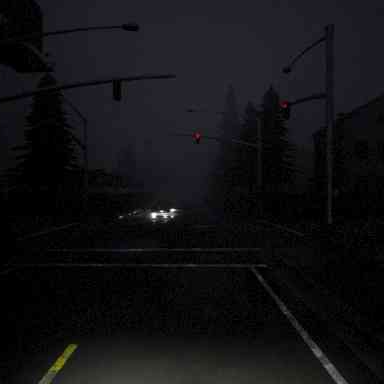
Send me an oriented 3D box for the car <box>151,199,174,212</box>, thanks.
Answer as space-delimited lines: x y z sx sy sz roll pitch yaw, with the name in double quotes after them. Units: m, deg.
-3.468 1.564 37.691 1.994 1.385 4.181 0 0 0 "car"
